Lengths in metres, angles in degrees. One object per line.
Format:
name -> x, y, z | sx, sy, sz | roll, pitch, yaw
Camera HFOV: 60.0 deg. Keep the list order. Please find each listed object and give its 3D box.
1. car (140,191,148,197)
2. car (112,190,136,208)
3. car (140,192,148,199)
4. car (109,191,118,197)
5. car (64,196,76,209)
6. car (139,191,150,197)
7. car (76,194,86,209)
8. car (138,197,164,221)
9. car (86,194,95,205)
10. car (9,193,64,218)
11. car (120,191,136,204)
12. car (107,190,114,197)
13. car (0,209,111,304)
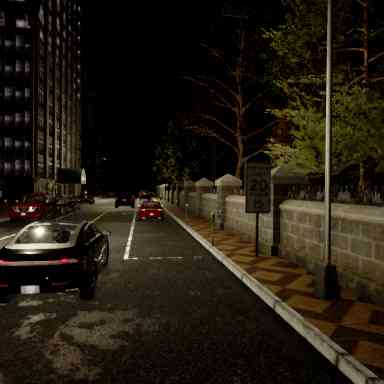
car -> -12.243, 0.515, 84.275 | 1.967, 1.590, 4.097 | 0, 1, -9
car -> -7.800, 0.931, 38.909 | 2.097, 1.767, 4.553 | 0, 1, -8
car -> -10.589, 0.728, 73.519 | 1.752, 1.417, 4.829 | 0, 1, -9
car -> -20.874, 0.516, 88.541 | 1.947, 1.339, 4.313 | 0, 1, -9
car -> -11.626, 1.198, 28.449 | 2.008, 1.369, 4.403 | 0, 1, -9
car -> -8.880, 0.646, 62.423 | 2.192, 1.841, 5.009 | 0, 1, -9
car -> -12.467, 1.136, 33.912 | 2.008, 1.369, 4.403 | 0, 1, -9
car -> -2.998, 1.311, 24.186 | 1.887, 1.381, 4.507 | 0, 1, -9
car -> -14.122, 0.989, 44.669 | 1.752, 1.417, 4.829 | 0, 1, -9
car -> -10.784, 1.022, 22.984 | 2.192, 1.841, 5.009 | 0, 1, -9
car -> -9.348, 0.819, 48.602 | 2.097, 1.767, 4.553 | 0, 1, -9
car -> -20.031, 0.331, 83.075 | 2.192, 1.841, 5.009 | 0, 1, -9
car -> -3.104, 1.410, 8.025 | 2.128, 1.511, 4.902 | 0, 1, -9
